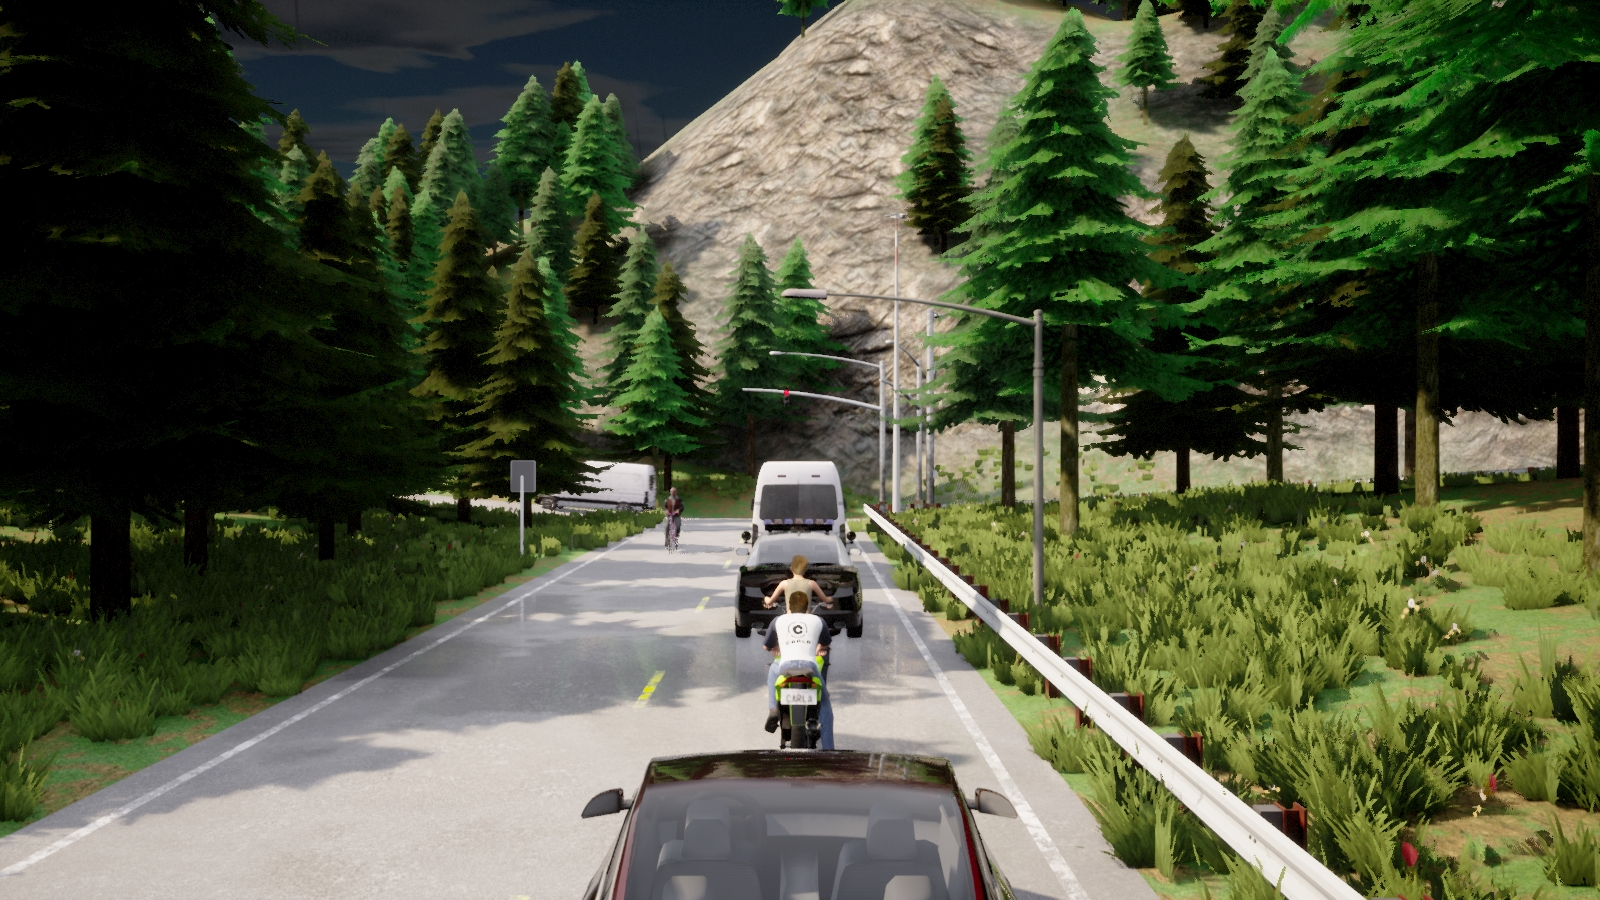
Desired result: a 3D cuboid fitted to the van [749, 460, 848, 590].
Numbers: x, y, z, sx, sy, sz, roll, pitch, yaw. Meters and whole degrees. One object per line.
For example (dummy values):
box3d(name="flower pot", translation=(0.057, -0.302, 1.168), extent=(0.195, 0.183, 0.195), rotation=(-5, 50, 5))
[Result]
box3d(name="van", translation=(-0.039, 1.533, 25.918), extent=(1.988, 2.561, 5.915), rotation=(0, 0, 0))

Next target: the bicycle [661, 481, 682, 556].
box3d(name="bicycle", translation=(-3.473, 1.835, 30.953), extent=(0.329, 1.919, 1.835), rotation=(0, 0, 1))

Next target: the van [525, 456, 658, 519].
box3d(name="van", translation=(-10.220, 1.816, 56.244), extent=(5.915, 2.561, 1.988), rotation=(4, 1, 4))

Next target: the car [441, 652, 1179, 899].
box3d(name="car", translation=(0.027, 2.062, 5.080), extent=(2.163, 1.488, 4.792), rotation=(0, 0, 0))

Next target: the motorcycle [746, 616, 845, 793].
box3d(name="motorcycle", translation=(-0.033, 2.213, 10.287), extent=(0.803, 1.145, 2.033), rotation=(0, 0, 0))

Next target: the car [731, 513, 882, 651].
box3d(name="car", translation=(0.090, 1.982, 18.501), extent=(2.097, 1.638, 5.238), rotation=(0, 0, 0))
